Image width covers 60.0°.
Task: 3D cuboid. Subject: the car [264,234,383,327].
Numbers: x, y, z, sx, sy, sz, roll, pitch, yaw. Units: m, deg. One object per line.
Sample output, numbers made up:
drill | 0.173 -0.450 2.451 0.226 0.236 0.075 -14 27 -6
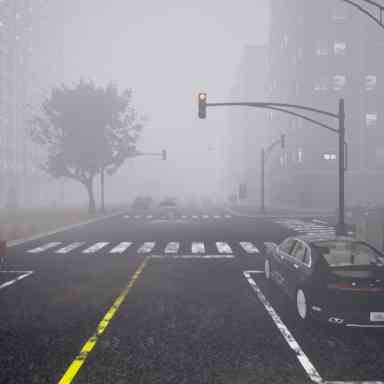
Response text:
car | 2.684 1.551 6.945 2.008 1.369 4.403 0 0 0

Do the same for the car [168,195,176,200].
car | -5.766 1.653 94.556 2.008 1.369 4.403 0 0 0

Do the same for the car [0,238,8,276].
car | -5.696 1.545 6.939 1.887 1.381 4.507 0 0 0

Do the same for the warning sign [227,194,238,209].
warning sign | 5.037 1.138 41.461 1.300 1.860 1.060 0 0 0

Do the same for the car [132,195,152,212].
car | -5.723 1.336 39.327 2.192 1.841 5.009 0 0 0

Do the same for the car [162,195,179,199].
car | -3.131 1.503 43.971 1.882 1.535 5.008 0 0 0

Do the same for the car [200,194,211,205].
car | 2.641 1.610 61.425 1.947 1.339 4.313 0 0 0

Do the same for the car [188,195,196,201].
car | -0.061 1.446 79.075 1.812 1.442 4.674 0 0 0

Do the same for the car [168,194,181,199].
car | -3.098 1.554 64.023 1.837 1.490 4.892 0 0 0

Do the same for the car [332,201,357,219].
car | 13.405 1.350 26.360 4.403 1.369 2.008 -1 1 -1

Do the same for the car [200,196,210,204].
car | 2.637 1.577 67.118 1.752 1.417 4.829 0 0 0

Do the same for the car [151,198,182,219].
car | -2.220 1.537 29.278 1.812 1.442 4.674 0 0 -12

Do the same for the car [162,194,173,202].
car | -5.753 1.385 77.987 2.192 1.841 5.009 0 0 0

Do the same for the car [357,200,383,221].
car | 14.919 1.282 23.797 4.892 1.490 1.837 -1 0 -1

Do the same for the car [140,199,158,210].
car | -5.727 1.592 44.850 1.947 1.339 4.313 0 0 0

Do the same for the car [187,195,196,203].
car | -0.055 1.656 69.098 1.895 1.301 4.718 0 0 0

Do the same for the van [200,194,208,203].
van | 2.632 1.401 72.471 1.690 1.788 3.998 0 0 0
